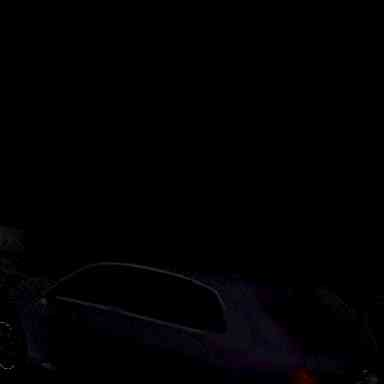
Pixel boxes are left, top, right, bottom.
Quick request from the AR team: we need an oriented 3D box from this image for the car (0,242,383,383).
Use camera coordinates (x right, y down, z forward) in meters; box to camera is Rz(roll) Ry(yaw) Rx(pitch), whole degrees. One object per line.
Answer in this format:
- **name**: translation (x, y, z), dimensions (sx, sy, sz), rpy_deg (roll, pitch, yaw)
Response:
- **car**: translation (-0.482, 1.421, 3.907), dimensions (4.856, 1.649, 2.033), rpy_deg (0, 0, 36)
